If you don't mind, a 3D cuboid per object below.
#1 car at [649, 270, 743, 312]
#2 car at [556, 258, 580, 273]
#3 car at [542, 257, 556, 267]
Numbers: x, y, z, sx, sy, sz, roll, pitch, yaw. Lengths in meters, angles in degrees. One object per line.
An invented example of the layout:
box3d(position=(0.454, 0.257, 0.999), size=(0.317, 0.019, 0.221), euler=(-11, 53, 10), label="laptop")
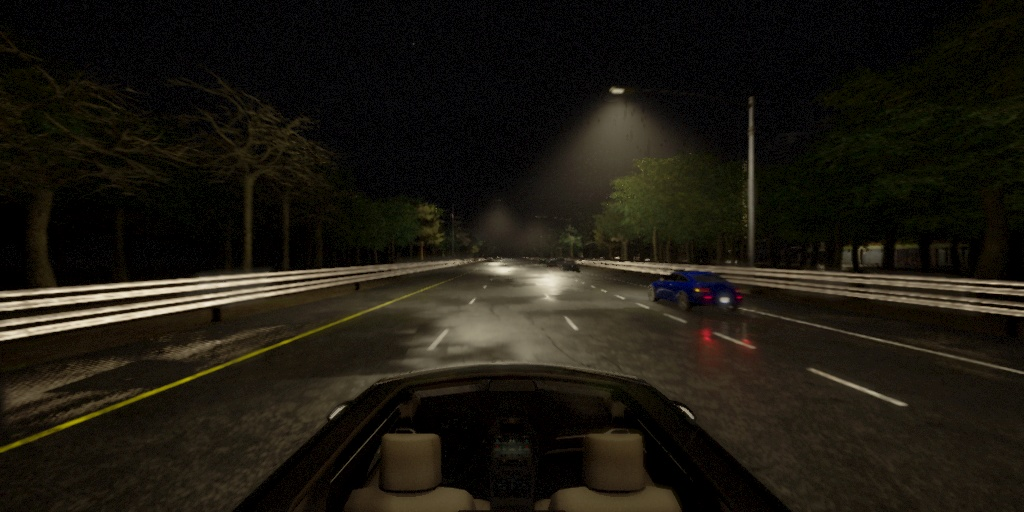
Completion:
box3d(position=(7.003, 1.282, 14.109), size=(1.812, 1.442, 4.674), euler=(0, 0, 0), label="car")
box3d(position=(7.026, 1.305, 44.144), size=(2.033, 1.411, 5.357), euler=(0, 0, 0), label="car")
box3d(position=(7.040, 1.261, 64.136), size=(2.128, 1.511, 4.902), euler=(0, 0, 0), label="car")
